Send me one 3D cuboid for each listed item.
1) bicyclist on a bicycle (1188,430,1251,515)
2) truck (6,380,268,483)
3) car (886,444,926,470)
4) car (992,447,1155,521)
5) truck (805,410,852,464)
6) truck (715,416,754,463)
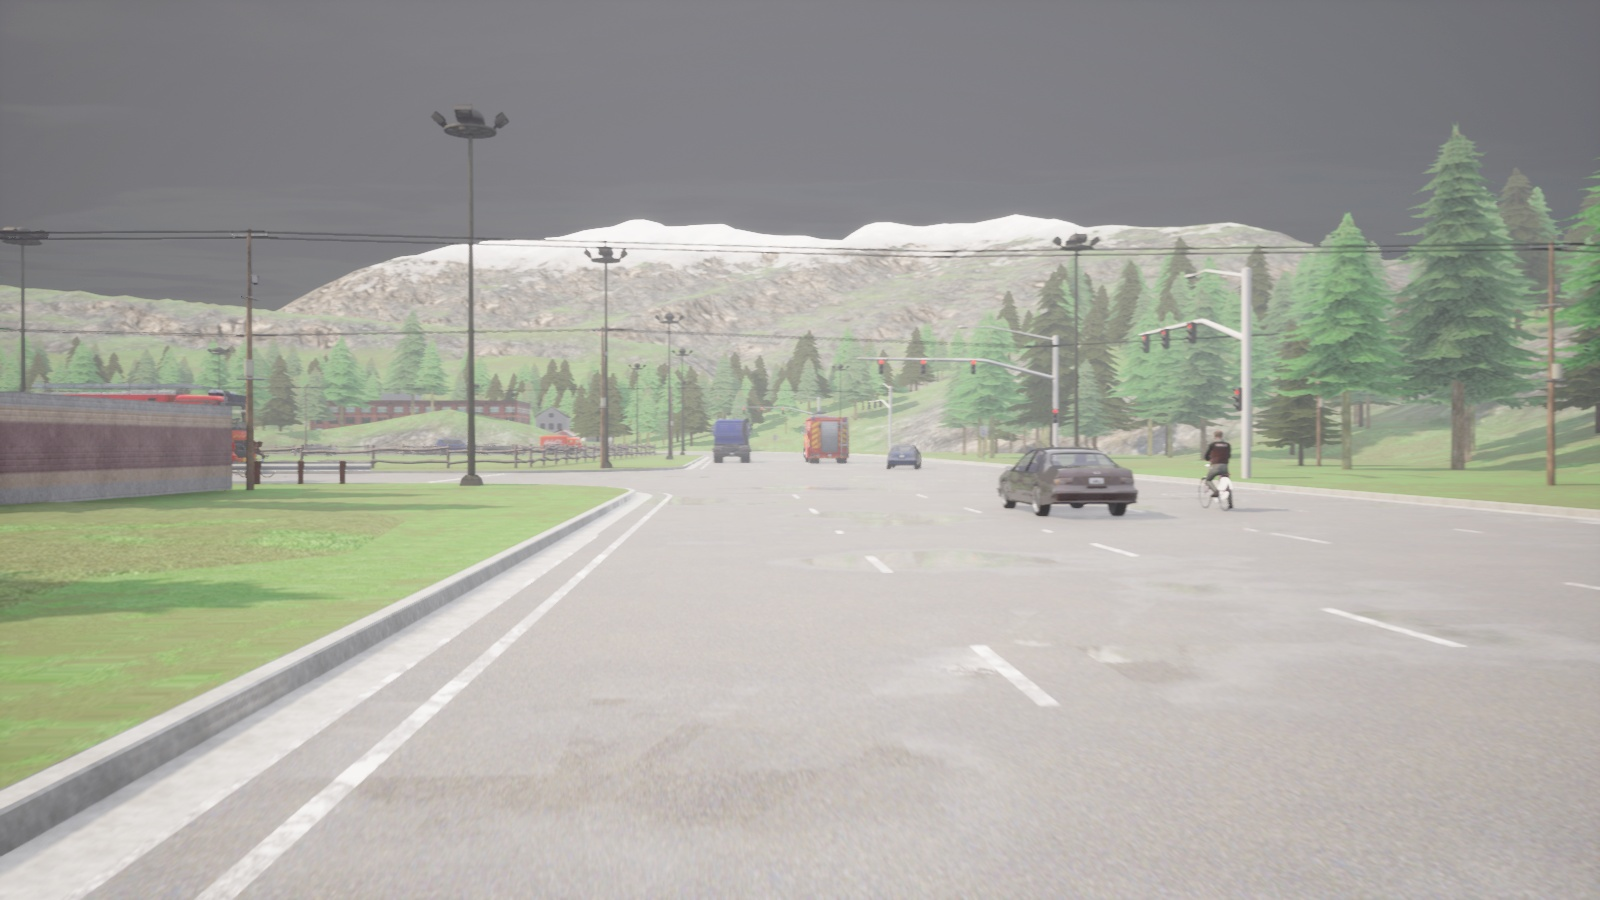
[{"bbox_3d":[9.112,0.463,27.357,0.659,1.776,1.843,0,1,-3],"label":"bicyclist on a bicycle"},{"bbox_3d":[-25.379,-0.692,48.409,8.468,3.827,2.891,0,0,-4],"label":"truck"},{"bbox_3d":[6.142,0.386,72.248,2.033,1.411,5.357,0,0,8],"label":"car"},{"bbox_3d":[5.642,0.644,26.702,2.033,1.411,5.357,0,0,-3],"label":"car"},{"bbox_3d":[2.047,-0.950,94.269,2.891,3.827,8.468,0,0,-3],"label":"truck"},{"bbox_3d":[-5.122,-0.785,97.361,2.891,3.462,7.936,0,0,-3],"label":"truck"}]
